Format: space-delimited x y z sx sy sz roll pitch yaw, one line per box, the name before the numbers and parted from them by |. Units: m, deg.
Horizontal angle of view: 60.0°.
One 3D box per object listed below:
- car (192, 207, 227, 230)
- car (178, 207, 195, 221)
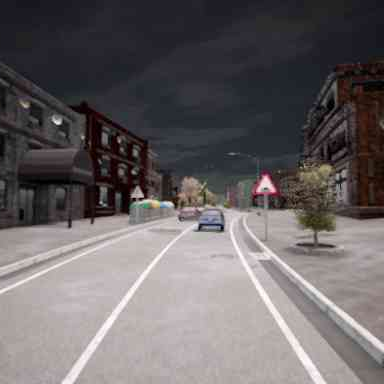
car | 1.503 1.964 24.430 2.033 1.411 5.357 0 -2 7
car | -0.194 2.261 34.806 1.812 1.442 4.674 -1 -2 10
